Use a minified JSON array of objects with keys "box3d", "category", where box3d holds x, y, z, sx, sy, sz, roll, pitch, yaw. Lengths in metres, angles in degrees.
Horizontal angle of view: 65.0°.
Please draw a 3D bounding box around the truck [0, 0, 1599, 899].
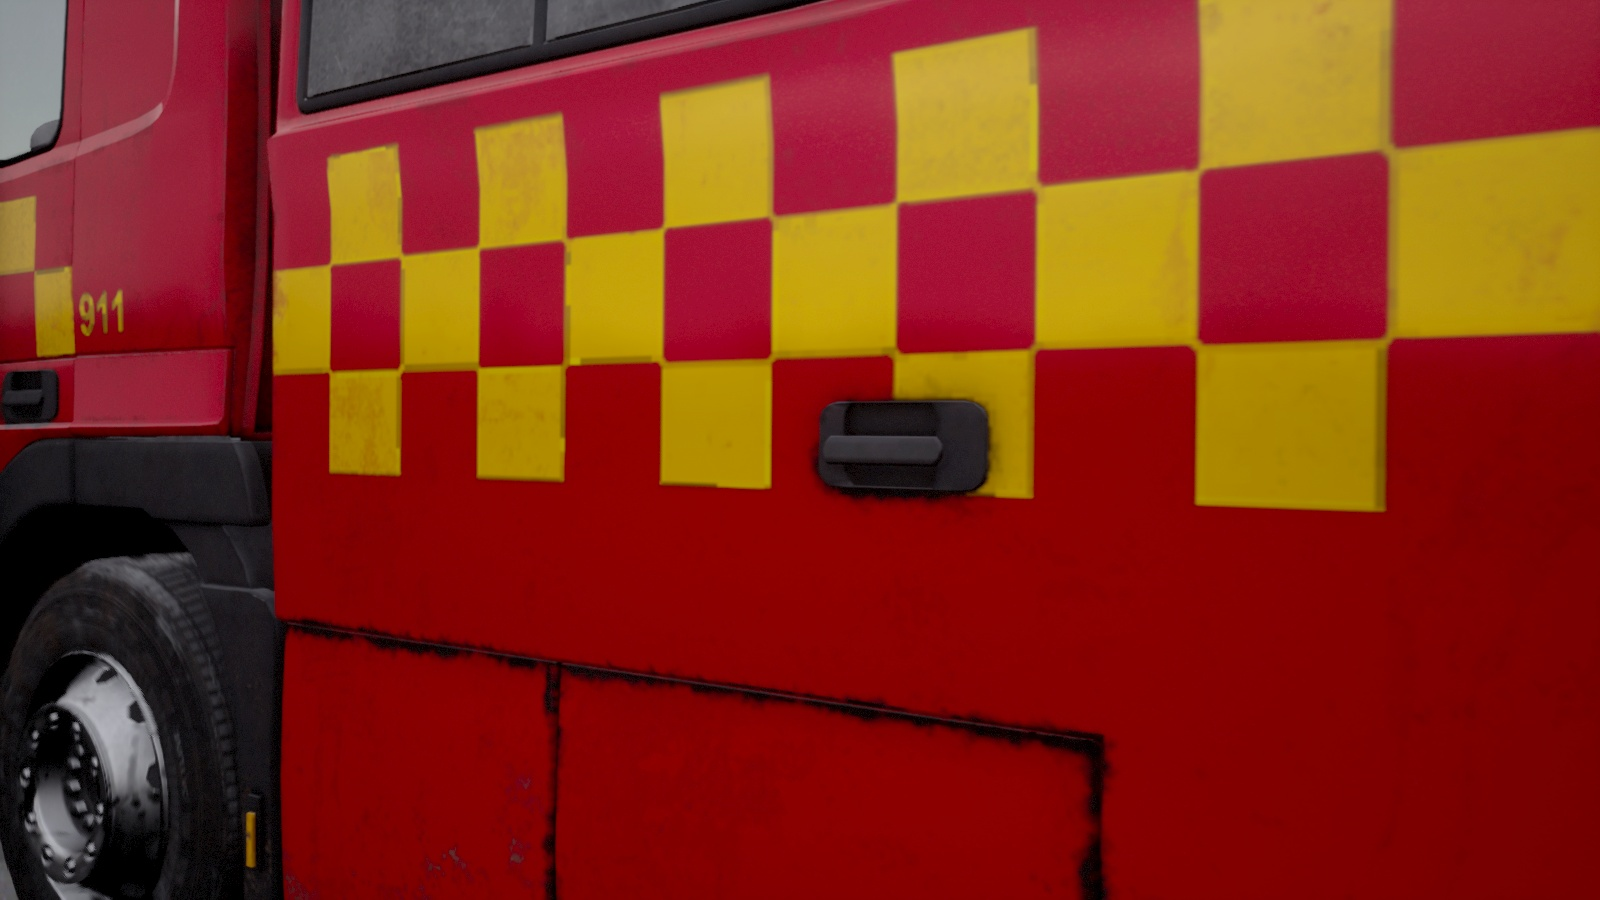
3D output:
[{"box3d":[0.898,-0.481,3.005,8.468,3.827,2.891,0,1,34],"category":"truck"}]
